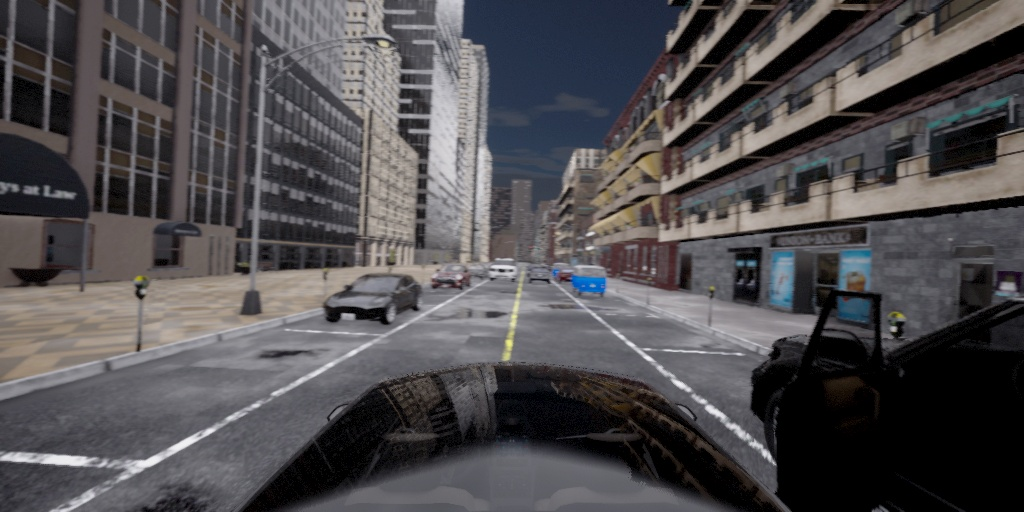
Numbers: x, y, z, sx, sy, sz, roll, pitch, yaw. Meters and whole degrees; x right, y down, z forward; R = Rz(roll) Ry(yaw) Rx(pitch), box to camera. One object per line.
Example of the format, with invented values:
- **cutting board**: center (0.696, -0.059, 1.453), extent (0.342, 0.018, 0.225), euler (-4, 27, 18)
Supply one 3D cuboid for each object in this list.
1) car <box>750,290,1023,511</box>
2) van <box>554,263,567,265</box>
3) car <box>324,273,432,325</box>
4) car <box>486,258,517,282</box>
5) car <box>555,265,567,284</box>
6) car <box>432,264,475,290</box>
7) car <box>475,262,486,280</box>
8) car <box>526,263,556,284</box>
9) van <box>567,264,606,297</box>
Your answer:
- **car**: center (3.604, 1.130, 1.498), extent (2.150, 2.045, 5.566), euler (2, -1, 2)
- **van**: center (5.228, 1.662, 38.704), extent (1.690, 1.789, 3.998), euler (0, 0, 2)
- **car**: center (-4.158, 1.214, 11.424), extent (1.948, 1.339, 4.313), euler (0, 0, 2)
- **car**: center (-0.721, 1.216, 32.365), extent (2.150, 2.045, 5.566), euler (3, -1, 3)
- **car**: center (5.024, 1.805, 33.185), extent (1.888, 1.381, 4.507), euler (0, 0, 2)
- **car**: center (-3.750, 1.206, 22.462), extent (1.967, 1.591, 4.097), euler (0, 0, 2)
- **car**: center (-3.343, 1.438, 33.498), extent (2.007, 1.370, 4.403), euler (0, 0, 2)
- **car**: center (2.391, 1.673, 31.602), extent (2.033, 1.411, 5.357), euler (3, -1, 3)
- **van**: center (4.617, 1.479, 22.148), extent (1.690, 1.789, 3.998), euler (0, 0, 2)
